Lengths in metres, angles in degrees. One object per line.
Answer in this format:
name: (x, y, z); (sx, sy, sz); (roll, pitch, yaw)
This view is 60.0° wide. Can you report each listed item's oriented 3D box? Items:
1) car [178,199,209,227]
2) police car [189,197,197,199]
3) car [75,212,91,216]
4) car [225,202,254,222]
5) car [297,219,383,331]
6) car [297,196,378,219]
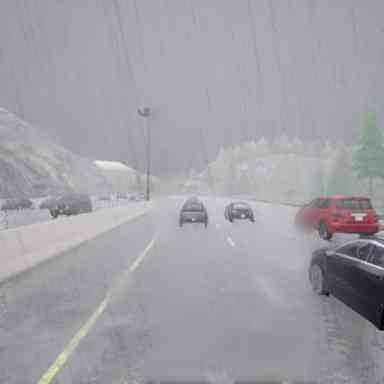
car: (0.104, 1.476, 22.671); (2.128, 1.511, 4.902); (0, 0, 0)
police car: (0.107, 1.477, 41.862); (2.038, 1.542, 4.974); (0, 0, 0)
car: (-10.593, 1.202, 29.742); (2.150, 2.045, 5.566); (0, 0, 0)
car: (3.604, 1.508, 25.739); (1.812, 1.442, 4.674); (0, 0, 0)
car: (3.601, 1.487, 5.724); (2.128, 1.511, 4.902); (0, 0, 0)
car: (7.114, 1.210, 16.807); (2.150, 2.045, 5.566); (0, 0, 0)
